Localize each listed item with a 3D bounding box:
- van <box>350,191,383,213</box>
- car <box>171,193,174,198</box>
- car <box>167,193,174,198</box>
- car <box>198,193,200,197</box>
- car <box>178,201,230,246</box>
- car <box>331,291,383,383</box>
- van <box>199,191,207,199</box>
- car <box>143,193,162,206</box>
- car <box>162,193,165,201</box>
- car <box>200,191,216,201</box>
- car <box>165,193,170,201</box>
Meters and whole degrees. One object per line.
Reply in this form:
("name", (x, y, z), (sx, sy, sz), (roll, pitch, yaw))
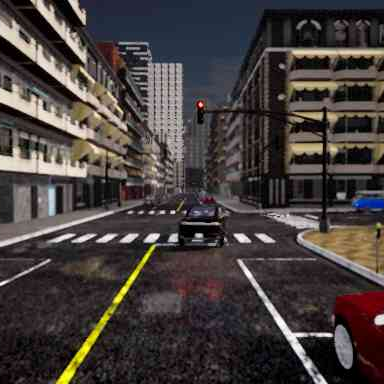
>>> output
("van", (15.613, 0.807, 28.214), (3.998, 1.788, 1.690), (-1, 2, -1))
("car", (-5.780, 0.923, 79.097), (1.752, 1.417, 4.829), (-1, 0, 0))
("car", (-5.791, 0.902, 90.324), (1.802, 1.307, 4.206), (-1, 0, 0))
("car", (2.612, 1.026, 68.215), (2.008, 1.369, 4.403), (-1, 0, 0))
("car", (0.604, 1.371, 14.687), (2.128, 1.511, 4.902), (0, 0, 8))
("car", (2.682, 1.522, 2.635), (1.887, 1.381, 4.507), (0, 0, 0))
("van", (2.598, 0.738, 79.269), (1.690, 1.788, 3.998), (-1, 0, 0))
("car", (-5.744, 1.187, 46.101), (2.008, 1.369, 4.403), (0, 0, 0))
("car", (-5.751, 1.161, 51.628), (1.947, 1.339, 4.313), (0, 0, 0))
("car", (2.629, 1.036, 51.632), (1.967, 1.590, 4.097), (-1, 0, 0))
("car", (-5.764, 0.955, 62.683), (1.967, 1.590, 4.097), (-1, 0, 0))
